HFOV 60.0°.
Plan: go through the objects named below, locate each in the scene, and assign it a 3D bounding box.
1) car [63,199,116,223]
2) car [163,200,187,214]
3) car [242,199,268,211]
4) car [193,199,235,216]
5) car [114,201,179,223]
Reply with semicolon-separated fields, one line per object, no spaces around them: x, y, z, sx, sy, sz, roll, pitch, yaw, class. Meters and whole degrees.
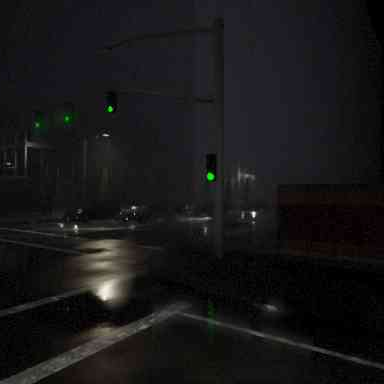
-7.706;1.406;26.001;2.097;1.767;4.553;0;0;36;car
-2.387;1.559;33.433;1.837;1.490;4.892;0;0;36;car
8.048;1.580;41.971;1.812;1.442;4.674;0;0;36;car
2.076;1.532;33.653;1.882;1.535;5.008;0;0;35;car
-3.441;1.655;25.951;1.895;1.301;4.718;0;0;36;car
